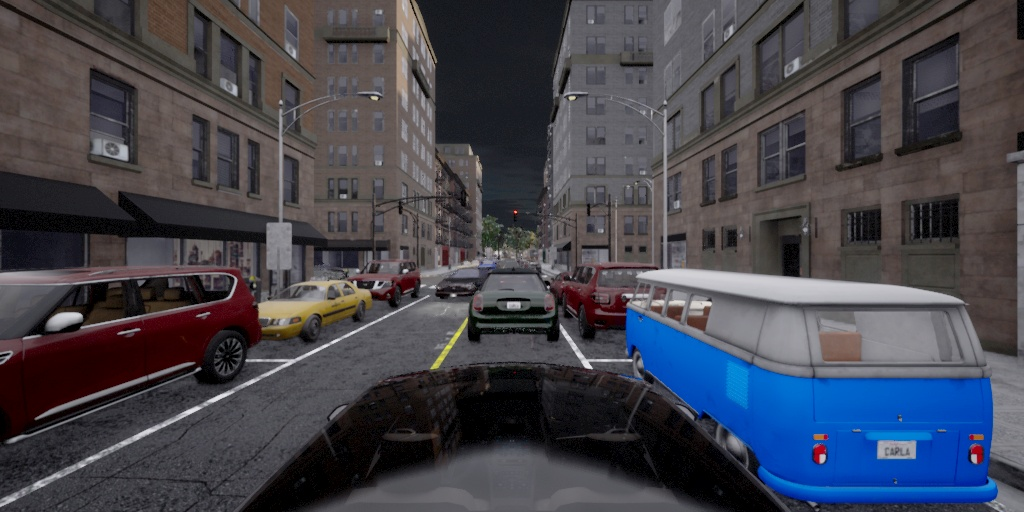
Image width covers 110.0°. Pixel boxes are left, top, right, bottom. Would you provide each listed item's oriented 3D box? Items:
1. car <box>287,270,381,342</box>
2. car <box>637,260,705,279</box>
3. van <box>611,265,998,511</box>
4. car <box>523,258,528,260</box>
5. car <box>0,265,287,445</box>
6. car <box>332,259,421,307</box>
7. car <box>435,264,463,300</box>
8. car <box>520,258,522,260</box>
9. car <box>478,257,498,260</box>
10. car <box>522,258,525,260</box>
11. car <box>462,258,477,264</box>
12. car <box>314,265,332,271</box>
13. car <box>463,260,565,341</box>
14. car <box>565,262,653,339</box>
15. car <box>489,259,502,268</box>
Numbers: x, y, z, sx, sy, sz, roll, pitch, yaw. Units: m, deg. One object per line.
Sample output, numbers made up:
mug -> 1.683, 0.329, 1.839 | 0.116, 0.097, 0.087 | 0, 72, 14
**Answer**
car -> -5.411, 1.273, 9.805 | 1.751, 1.417, 4.829 | 0, 0, 0
car -> 13.589, 1.164, 30.834 | 4.902, 1.511, 2.128 | 0, 0, 0
van -> 2.635, 1.090, 4.307 | 1.690, 1.789, 3.998 | 0, 0, 0
car -> 2.579, 1.288, 42.673 | 2.007, 1.370, 4.403 | 0, 0, 0
car -> -5.402, 1.064, 4.298 | 2.192, 1.841, 5.009 | 0, 0, 0
car -> -5.420, 1.060, 15.654 | 2.192, 1.841, 5.009 | 0, 0, 0
car -> -2.058, 1.292, 17.890 | 2.033, 1.411, 5.357 | 0, 0, 10
car -> 2.563, 1.285, 53.637 | 2.007, 1.370, 4.403 | 0, 0, 0
car -> -2.902, 1.215, 42.908 | 1.882, 1.535, 5.008 | 0, 0, 0
car -> 2.571, 1.281, 48.155 | 1.888, 1.381, 4.507 | 0, 0, 0
car -> -5.474, 1.262, 42.492 | 1.751, 1.417, 4.829 | 0, 0, 0
car -> -14.907, 1.364, 27.883 | 4.181, 1.385, 1.994 | 0, 0, -3
car -> 0.022, 1.100, 9.983 | 2.097, 1.767, 4.553 | 0, 0, 0
car -> 2.626, 1.062, 9.986 | 2.192, 1.841, 5.009 | 0, 0, 0
car -> -2.903, 1.297, 62.935 | 1.994, 1.385, 4.181 | 0, 0, 0
